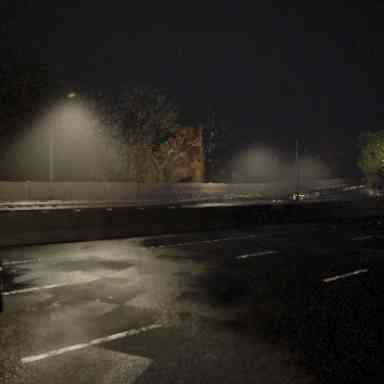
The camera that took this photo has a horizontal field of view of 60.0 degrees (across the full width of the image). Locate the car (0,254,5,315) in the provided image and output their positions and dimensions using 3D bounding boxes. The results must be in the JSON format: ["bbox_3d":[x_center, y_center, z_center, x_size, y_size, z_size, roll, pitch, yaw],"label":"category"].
[{"bbox_3d":[-5.517,1.222,4.111,5.566,2.045,2.150,0,0,-35],"label":"car"}]

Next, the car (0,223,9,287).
[{"bbox_3d":[-6.683,1.565,7.577,4.181,1.385,1.994,0,0,-36],"label":"car"}]

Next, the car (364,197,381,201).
[{"bbox_3d":[30.591,1.536,55.796,4.674,1.442,1.812,0,0,-35],"label":"car"}]

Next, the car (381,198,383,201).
[{"bbox_3d":[32.814,1.363,53.092,4.553,1.767,2.097,0,0,-35],"label":"car"}]

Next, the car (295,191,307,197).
[{"bbox_3d":[26.078,0.443,79.350,1.882,1.535,5.008,0,2,33],"label":"car"}]

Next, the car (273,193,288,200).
[{"bbox_3d":[17.650,0.891,66.002,2.033,1.411,5.357,0,1,31],"label":"car"}]
